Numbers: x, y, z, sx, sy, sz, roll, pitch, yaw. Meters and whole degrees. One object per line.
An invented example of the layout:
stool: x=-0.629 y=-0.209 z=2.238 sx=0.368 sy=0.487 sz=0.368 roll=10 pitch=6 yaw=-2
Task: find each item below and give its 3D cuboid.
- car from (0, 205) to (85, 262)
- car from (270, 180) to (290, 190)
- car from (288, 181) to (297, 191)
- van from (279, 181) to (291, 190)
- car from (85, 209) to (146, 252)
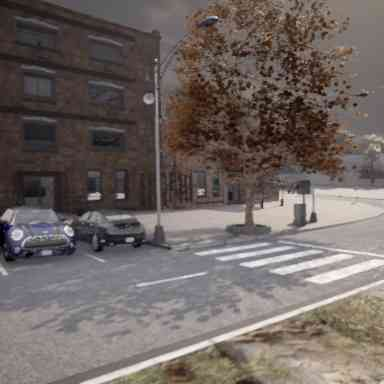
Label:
car: x=-5.902 y=1.334 z=12.336 sx=2.185 sy=1.767 sz=4.553 roll=0 pitch=0 yaw=-36
car: x=21.231 y=-1.736 z=79.917 sx=2.435 sy=2.045 sz=5.566 roll=6 pitch=6 yaw=40
car: x=24.184 y=-0.983 z=74.763 sx=2.097 sy=1.535 sz=5.008 roll=5 pitch=6 yaw=40
van: x=22.794 y=-1.464 z=77.436 sx=1.878 sy=1.987 sz=4.442 roll=5 pitch=6 yaw=40
car: x=-3.654 y=1.454 z=13.929 sx=2.231 sy=1.521 sz=4.892 roll=0 pitch=0 yaw=-36
